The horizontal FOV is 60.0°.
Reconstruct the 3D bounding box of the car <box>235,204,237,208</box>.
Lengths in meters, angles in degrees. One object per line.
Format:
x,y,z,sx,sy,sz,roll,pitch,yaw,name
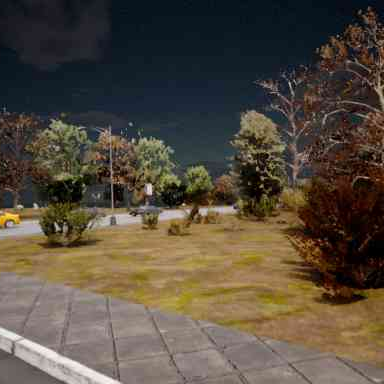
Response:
9.385,2.580,62.523,1.895,1.301,4.718,-3,-2,33,car

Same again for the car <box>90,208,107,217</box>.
-11.709,2.458,35.886,2.033,1.411,5.357,-3,-2,32,car

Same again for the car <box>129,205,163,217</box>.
-6.069,2.508,44.859,2.033,1.411,5.357,-3,-2,32,car

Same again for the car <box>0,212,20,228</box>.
-17.036,2.366,27.647,1.882,1.535,5.008,-3,-2,33,car
